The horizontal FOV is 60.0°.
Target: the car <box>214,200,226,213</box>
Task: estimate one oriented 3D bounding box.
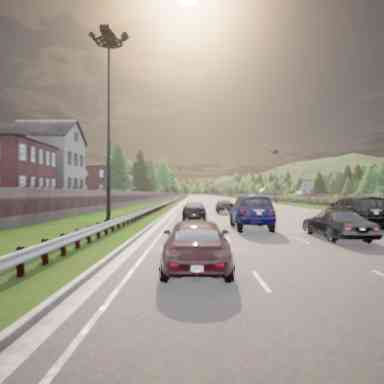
[{"bbox_3d":[3.695,1.648,38.492,1.837,1.490,4.892,0,0,0],"label":"car"}]

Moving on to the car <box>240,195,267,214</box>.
[{"bbox_3d":[7.198,1.373,39.618,2.150,2.045,5.566,0,0,0],"label":"car"}]

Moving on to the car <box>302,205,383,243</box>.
[{"bbox_3d":[7.140,1.616,16.423,2.033,1.411,5.357,0,0,0],"label":"car"}]

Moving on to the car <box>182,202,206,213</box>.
[{"bbox_3d":[0.166,1.577,27.491,1.882,1.535,5.008,0,0,0],"label":"car"}]

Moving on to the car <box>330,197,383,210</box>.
[{"bbox_3d":[10.652,1.314,21.883,2.150,2.045,5.566,0,0,0],"label":"car"}]

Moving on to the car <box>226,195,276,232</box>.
[{"bbox_3d":[3.651,1.295,20.692,2.150,2.045,5.566,0,-1,0],"label":"car"}]

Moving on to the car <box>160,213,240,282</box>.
[{"bbox_3d":[0.121,1.561,9.753,1.812,1.442,4.674,0,0,0],"label":"car"}]
